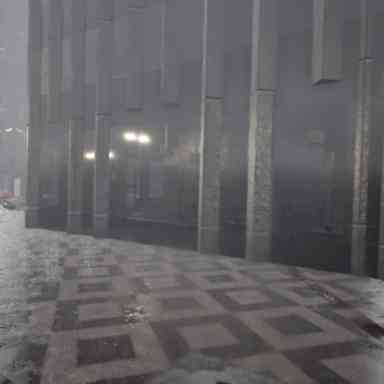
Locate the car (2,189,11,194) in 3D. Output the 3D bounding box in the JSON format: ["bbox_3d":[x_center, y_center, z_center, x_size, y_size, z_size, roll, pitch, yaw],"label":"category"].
[{"bbox_3d":[-23.204,0.611,37.972,2.192,1.841,5.009,2,1,35],"label":"car"}]

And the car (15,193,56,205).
[{"bbox_3d":[-19.944,0.891,42.576,1.947,1.339,4.313,2,1,35],"label":"car"}]

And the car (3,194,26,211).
[{"bbox_3d":[-16.270,1.154,33.034,1.947,1.339,4.313,2,1,35],"label":"car"}]

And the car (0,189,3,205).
[{"bbox_3d":[-19.531,0.875,28.429,2.192,1.841,5.009,2,1,35],"label":"car"}]
